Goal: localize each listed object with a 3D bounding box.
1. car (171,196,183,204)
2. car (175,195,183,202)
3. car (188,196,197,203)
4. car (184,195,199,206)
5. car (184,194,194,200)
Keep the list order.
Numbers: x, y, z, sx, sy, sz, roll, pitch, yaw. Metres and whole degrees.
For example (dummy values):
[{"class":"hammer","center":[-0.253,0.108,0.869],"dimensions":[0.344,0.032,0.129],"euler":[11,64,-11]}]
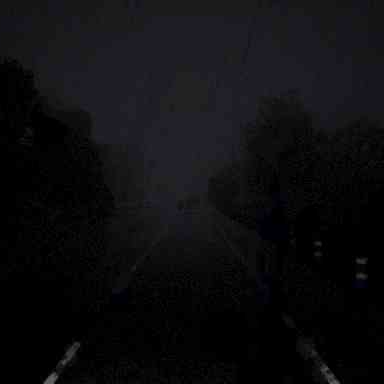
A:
[{"class":"car","center":[-3.193,1.662,67.874],"dimensions":[1.812,1.442,4.674],"euler":[0,0,0]},{"class":"car","center":[-3.292,1.643,83.287],"dimensions":[1.882,1.535,5.008],"euler":[0,0,-1]},{"class":"car","center":[0.056,1.751,77.465],"dimensions":[1.994,1.385,4.181],"euler":[0,0,-1]},{"class":"car","center":[0.132,1.462,56.759],"dimensions":[2.097,1.767,4.553],"euler":[0,0,0]},{"class":"car","center":[-0.858,1.467,92.937],"dimensions":[1.882,1.535,5.008],"euler":[-1,1,-11]}]
